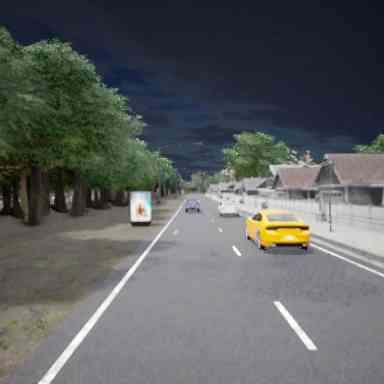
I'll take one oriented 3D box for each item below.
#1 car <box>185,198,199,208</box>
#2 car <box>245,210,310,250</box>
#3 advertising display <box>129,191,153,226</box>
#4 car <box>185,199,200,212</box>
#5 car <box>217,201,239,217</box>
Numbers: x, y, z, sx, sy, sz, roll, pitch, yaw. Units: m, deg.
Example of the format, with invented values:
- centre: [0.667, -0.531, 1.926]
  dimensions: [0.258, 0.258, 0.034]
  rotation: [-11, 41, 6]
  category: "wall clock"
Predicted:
- centre: [-0.011, 1.746, 52.440]
  dimensions: [1.994, 1.385, 4.181]
  rotation: [0, 0, 0]
  category: "car"
- centre: [3.596, 1.546, 14.706]
  dimensions: [1.882, 1.535, 5.008]
  rotation: [0, 0, 0]
  category: "car"
- centre: [-3.516, 1.133, 22.911]
  dimensions: [1.540, 2.440, 0.280]
  rotation: [-1, 0, 0]
  category: "advertising display"
- centre: [0.077, 1.718, 41.447]
  dimensions: [2.033, 1.411, 5.357]
  rotation: [0, 0, 0]
  category: "car"
- centre: [3.592, 1.678, 33.690]
  dimensions: [1.812, 1.442, 4.674]
  rotation: [0, 0, 0]
  category: "car"
